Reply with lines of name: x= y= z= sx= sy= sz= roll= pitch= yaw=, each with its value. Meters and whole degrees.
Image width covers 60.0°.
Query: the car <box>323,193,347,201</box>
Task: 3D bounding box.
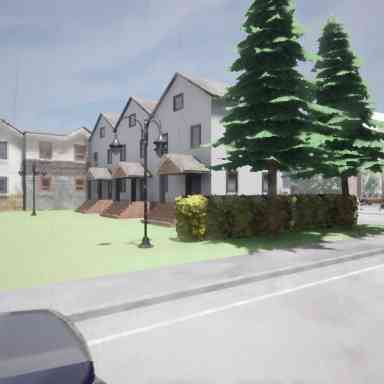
car: x=32.154 y=1.097 z=74.745 sx=1.932 sy=1.855 sz=4.605 roll=0 pitch=0 yaw=-36

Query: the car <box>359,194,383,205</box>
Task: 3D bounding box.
car: x=27.287 y=1.097 z=49.291 sx=1.932 sy=1.855 sz=4.605 roll=0 pitch=0 yaw=-36

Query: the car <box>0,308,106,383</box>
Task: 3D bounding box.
car: x=-3.176 y=1.548 z=1.723 sx=5.357 sy=1.411 sz=2.033 roll=0 pitch=0 yaw=-35
